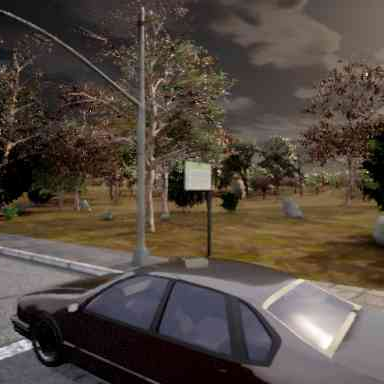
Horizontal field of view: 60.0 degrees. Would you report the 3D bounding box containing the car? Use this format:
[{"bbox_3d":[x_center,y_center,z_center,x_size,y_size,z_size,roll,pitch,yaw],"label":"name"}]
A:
[{"bbox_3d":[-0.002,1.543,3.993,5.357,1.411,2.033,0,0,36],"label":"car"}]
